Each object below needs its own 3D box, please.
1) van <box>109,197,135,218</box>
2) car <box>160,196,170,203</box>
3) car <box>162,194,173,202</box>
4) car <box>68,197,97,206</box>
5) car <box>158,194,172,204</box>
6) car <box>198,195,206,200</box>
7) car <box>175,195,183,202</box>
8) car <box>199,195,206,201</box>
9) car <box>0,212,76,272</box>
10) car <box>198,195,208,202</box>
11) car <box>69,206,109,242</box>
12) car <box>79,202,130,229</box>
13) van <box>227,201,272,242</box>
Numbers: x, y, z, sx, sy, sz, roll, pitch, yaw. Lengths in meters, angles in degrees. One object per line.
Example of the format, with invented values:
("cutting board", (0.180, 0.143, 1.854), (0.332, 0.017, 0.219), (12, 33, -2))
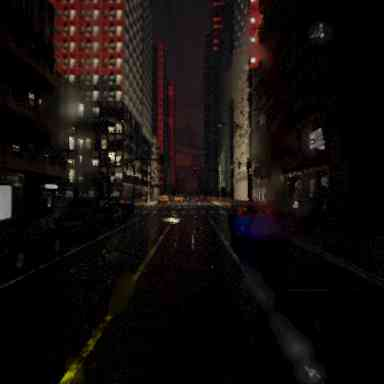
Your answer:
("van", (-5.798, 1.345, 27.331), (1.690, 1.788, 3.998), (1, 0, 0))
("car", (-5.649, 1.589, 70.972), (1.802, 1.307, 4.206), (1, 0, 0))
("car", (-5.641, 1.323, 76.548), (2.192, 1.841, 5.009), (1, 0, 0))
("car", (-16.471, 1.504, 49.982), (4.097, 1.590, 1.967), (0, -1, 0))
("car", (-5.648, 1.447, 65.397), (1.967, 1.590, 4.097), (1, 0, 0))
("car", (2.741, 1.575, 93.339), (1.947, 1.339, 4.313), (1, 0, 0))
("car", (-2.969, 1.486, 76.766), (1.882, 1.535, 5.008), (0, 0, 0))
("car", (2.740, 1.534, 87.932), (1.752, 1.417, 4.829), (1, 0, 0))
("car", (-5.638, 1.553, 10.709), (2.008, 1.369, 4.403), (1, 0, 0))
("car", (2.734, 1.589, 76.606), (1.802, 1.307, 4.206), (1, 0, 0))
("car", (-5.637, 1.585, 16.250), (1.802, 1.307, 4.206), (1, 0, 0))
("car", (-5.634, 1.569, 21.790), (1.947, 1.339, 4.313), (1, 0, 0))
("van", (2.715, 1.343, 16.300), (1.690, 1.788, 3.998), (1, 0, 0))
